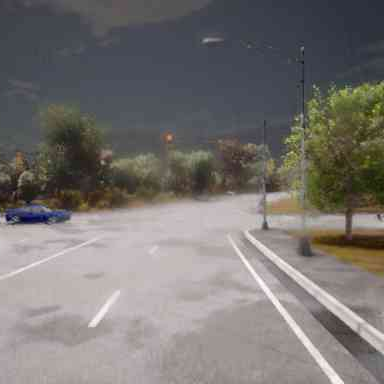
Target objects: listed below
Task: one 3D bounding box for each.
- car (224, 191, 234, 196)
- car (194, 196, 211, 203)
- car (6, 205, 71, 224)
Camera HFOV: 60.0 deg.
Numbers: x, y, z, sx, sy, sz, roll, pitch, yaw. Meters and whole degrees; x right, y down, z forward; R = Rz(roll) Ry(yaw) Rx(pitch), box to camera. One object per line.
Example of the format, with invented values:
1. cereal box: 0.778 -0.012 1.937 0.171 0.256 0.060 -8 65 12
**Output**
1. car: 9.896 0.515 86.237 1.812 1.442 4.674 0 3 33
2. car: 2.327 1.657 72.684 2.033 1.411 5.357 0 2 25
3. car: -12.506 1.849 27.301 5.008 1.535 1.882 0 -1 3
